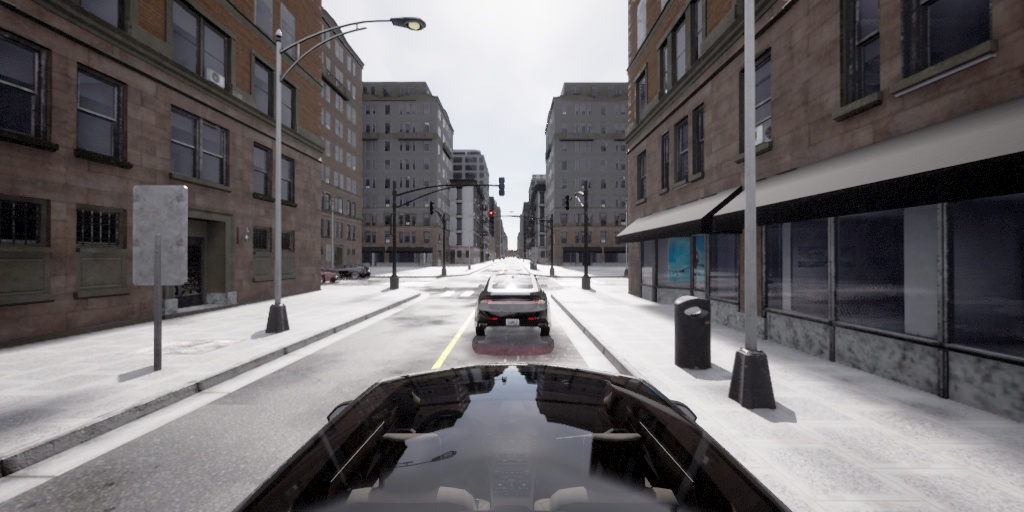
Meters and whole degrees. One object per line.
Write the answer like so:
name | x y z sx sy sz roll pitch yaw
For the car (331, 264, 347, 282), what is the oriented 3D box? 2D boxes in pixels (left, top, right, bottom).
car | -14.735 1.310 26.075 4.181 1.385 1.994 0 0 0

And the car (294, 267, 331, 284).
car | -14.707 1.298 23.531 4.313 1.339 1.948 0 0 0

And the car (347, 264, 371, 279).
car | -14.677 1.342 31.557 4.313 1.339 1.948 0 0 0

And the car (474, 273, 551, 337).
car | 0.024 1.245 10.341 2.128 1.511 4.902 0 0 0
